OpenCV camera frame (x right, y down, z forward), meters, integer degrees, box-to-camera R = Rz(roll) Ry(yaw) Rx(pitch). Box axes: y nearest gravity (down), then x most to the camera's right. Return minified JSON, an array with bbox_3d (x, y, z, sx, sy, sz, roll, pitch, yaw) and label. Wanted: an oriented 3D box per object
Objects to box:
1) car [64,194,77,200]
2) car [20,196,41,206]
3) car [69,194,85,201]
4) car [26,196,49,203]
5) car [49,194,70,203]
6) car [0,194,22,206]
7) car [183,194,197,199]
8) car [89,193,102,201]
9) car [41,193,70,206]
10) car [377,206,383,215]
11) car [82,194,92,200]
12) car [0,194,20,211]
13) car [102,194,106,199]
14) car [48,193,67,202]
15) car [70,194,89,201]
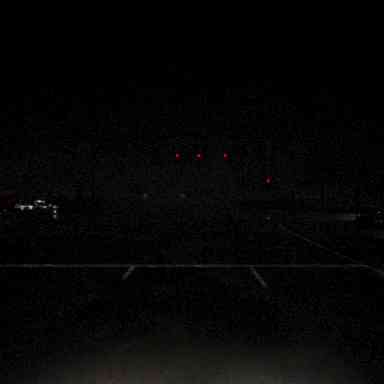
[{"bbox_3d":[-28.958,1.268,79.573,1.895,1.301,4.718,0,0,-7],"label":"car"},{"bbox_3d":[-24.638,1.342,51.916,2.033,1.411,5.357,0,0,0],"label":"car"},{"bbox_3d":[-24.619,1.234,71.259,1.812,1.442,4.674,0,0,0],"label":"car"},{"bbox_3d":[-28.086,1.357,60.722,1.895,1.301,4.718,0,0,0],"label":"car"},{"bbox_3d":[-24.594,1.228,61.998,1.882,1.535,5.008,0,1,0],"label":"car"},{"bbox_3d":[-28.132,1.152,50.710,2.097,1.767,4.553,0,0,0],"label":"car"},{"bbox_3d":[-0.205,1.201,94.717,1.895,1.301,4.718,0,0,-18],"label":"car"},{"bbox_3d":[-21.106,1.069,70.222,2.097,1.767,4.553,0,0,0],"label":"car"},{"bbox_3d":[-21.137,1.300,51.687,1.837,1.490,4.892,0,1,0],"label":"car"},{"bbox_3d":[17.639,1.260,26.129,4.553,1.767,2.097,0,0,6],"label":"car"},{"bbox_3d":[-25.765,1.164,81.560,1.837,1.490,4.892,0,0,-10],"label":"car"},{"bbox_3d":[-21.133,1.215,36.066,2.097,1.767,4.553,0,0,0],"label":"car"},{"bbox_3d":[-22.073,1.167,80.847,1.837,1.490,4.892,0,0,-7],"label":"car"},{"bbox_3d":[-28.090,1.072,69.681,2.097,1.767,4.553,0,0,0],"label":"car"},{"bbox_3d":[-21.107,1.354,61.324,1.895,1.301,4.718,0,0,0],"label":"car"}]
